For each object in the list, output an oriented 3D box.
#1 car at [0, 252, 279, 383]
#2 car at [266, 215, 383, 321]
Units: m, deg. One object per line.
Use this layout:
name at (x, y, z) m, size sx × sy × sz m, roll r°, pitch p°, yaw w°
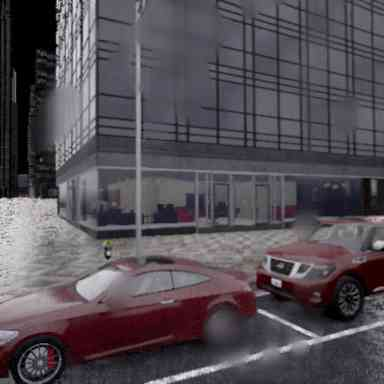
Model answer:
car at (-0.918, 1.723, 5.290) m, size 4.206 × 1.307 × 1.802 m, roll 1°, pitch -2°, yaw -27°
car at (3.926, 1.502, 7.738) m, size 5.009 × 1.841 × 2.192 m, roll 1°, pitch -2°, yaw -27°
